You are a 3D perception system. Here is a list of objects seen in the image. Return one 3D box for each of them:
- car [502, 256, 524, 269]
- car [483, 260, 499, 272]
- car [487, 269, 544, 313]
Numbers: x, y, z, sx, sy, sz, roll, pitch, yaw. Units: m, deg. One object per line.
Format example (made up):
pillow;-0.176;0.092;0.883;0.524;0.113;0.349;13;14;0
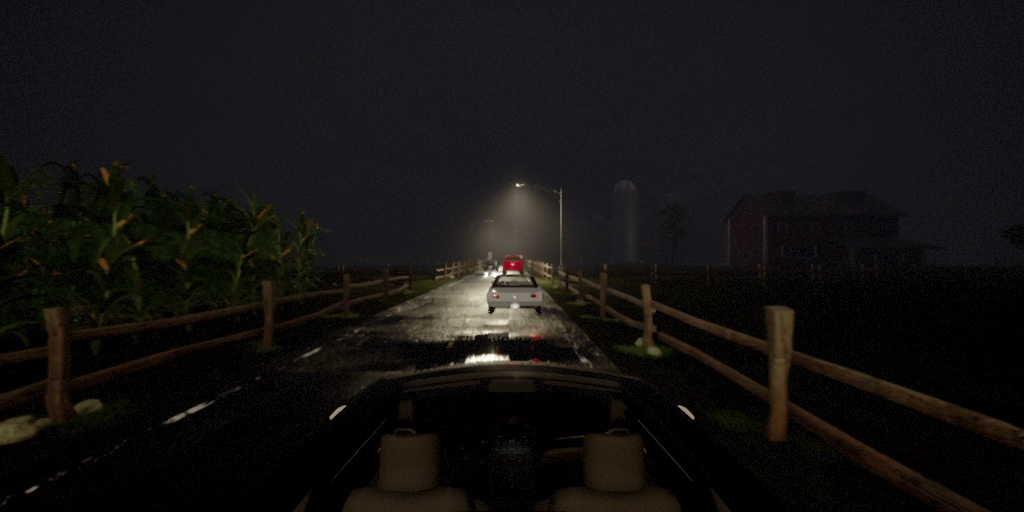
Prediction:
car;0.114;0.975;38.883;2.150;2.045;5.566;0;0;0
car;-2.733;1.266;47.944;2.128;1.511;4.902;0;0;0
car;0.103;1.342;13.891;1.895;1.301;4.718;0;0;0
